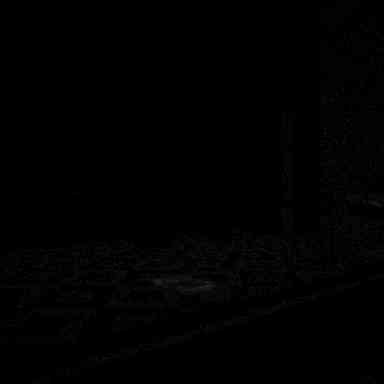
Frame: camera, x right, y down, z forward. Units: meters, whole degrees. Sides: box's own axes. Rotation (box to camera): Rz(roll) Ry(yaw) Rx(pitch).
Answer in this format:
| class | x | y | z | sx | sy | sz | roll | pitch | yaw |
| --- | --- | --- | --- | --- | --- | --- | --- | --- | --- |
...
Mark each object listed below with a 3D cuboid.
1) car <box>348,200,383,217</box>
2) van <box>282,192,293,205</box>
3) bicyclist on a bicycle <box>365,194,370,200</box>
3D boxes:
| class | x | y | z | sx | sy | sz | roll | pitch | yaw |
| --- | --- | --- | --- | --- | --- | --- | --- | --- | --- |
| car | 14.816 | 1.367 | 28.290 | 2.008 | 1.369 | 4.403 | 1 | 0 | -35 |
| van | 12.254 | 0.931 | 46.565 | 1.690 | 1.788 | 3.998 | 1 | 0 | -35 |
| bicyclist on a bicycle | 20.841 | 1.031 | 39.619 | 1.656 | 1.620 | 0.582 | 0 | 1 | -36 |
